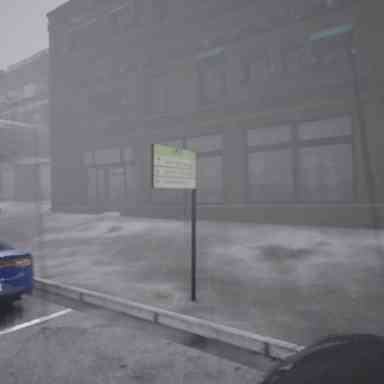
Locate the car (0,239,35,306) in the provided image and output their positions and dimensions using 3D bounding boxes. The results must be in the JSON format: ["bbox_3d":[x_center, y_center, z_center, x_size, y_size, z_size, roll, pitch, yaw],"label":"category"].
[{"bbox_3d":[-5.358,1.476,6.972,5.008,1.535,2.097,0,0,34],"label":"car"}]
